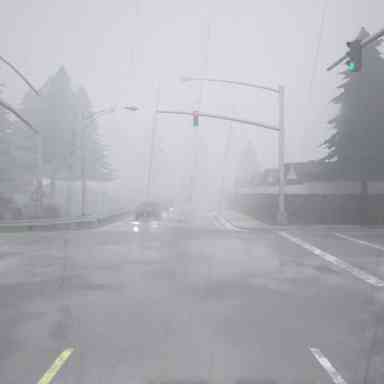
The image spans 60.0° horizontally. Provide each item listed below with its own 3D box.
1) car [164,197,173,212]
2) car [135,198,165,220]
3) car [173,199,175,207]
[{"bbox_3d":[-3.599,1.564,37.952,1.994,1.385,4.181,0,0,0],"label":"car"},{"bbox_3d":[-3.603,1.505,28.038,1.837,1.490,4.892,0,0,0],"label":"car"},{"bbox_3d":[-3.515,1.504,48.307,1.837,1.490,4.892,0,0,2],"label":"car"}]
